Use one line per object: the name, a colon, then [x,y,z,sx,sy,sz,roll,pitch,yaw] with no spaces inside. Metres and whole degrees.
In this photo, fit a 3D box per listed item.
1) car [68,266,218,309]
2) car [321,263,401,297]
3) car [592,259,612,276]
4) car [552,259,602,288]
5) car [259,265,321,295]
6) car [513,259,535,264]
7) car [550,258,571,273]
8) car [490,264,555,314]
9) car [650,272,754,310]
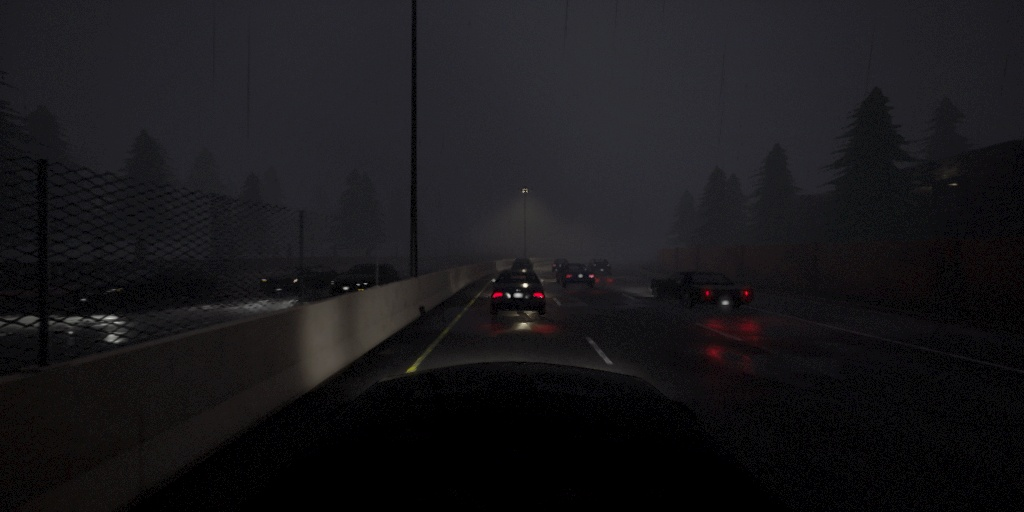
car: [-13.978,1.122,14.050,1.812,1.442,4.674,0,0,1]
car: [-6.914,1.096,17.427,1.837,1.490,4.892,0,0,1]
car: [8.066,0.995,33.419,2.128,1.511,4.902,0,0,7]
car: [3.826,1.133,22.341,2.033,1.411,5.357,0,1,1]
car: [-10.407,1.172,18.279,1.895,1.301,4.718,0,0,1]
car: [1.073,0.982,33.748,1.837,1.490,4.892,0,0,6]
car: [5.438,0.990,39.456,2.033,1.411,5.357,0,1,10]
car: [0.208,1.199,13.178,2.033,1.411,5.357,0,0,1]
car: [7.220,1.267,14.297,1.895,1.301,4.718,0,0,1]
